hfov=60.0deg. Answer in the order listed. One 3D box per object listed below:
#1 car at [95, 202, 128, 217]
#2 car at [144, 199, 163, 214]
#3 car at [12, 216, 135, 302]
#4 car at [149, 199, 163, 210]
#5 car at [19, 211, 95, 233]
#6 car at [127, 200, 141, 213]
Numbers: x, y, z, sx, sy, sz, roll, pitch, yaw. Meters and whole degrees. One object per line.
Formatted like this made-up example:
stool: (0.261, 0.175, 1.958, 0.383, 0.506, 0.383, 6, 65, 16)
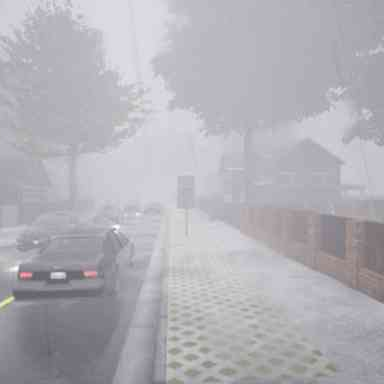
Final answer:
car: (-6.688, 1.765, 27.217, 1.812, 1.442, 4.674, -1, 0, -4)
car: (-4.566, 1.891, 39.055, 1.895, 1.301, 4.718, -1, 0, -3)
car: (-2.636, 1.610, 8.650, 2.033, 1.411, 5.357, -1, 0, -4)
car: (-5.271, 1.798, 49.115, 1.882, 1.535, 5.008, -1, 0, -4)
car: (-5.880, 1.644, 14.594, 1.837, 1.490, 4.892, -1, -1, -4)
car: (-7.627, 1.809, 42.819, 1.882, 1.535, 5.008, -1, 0, -3)
